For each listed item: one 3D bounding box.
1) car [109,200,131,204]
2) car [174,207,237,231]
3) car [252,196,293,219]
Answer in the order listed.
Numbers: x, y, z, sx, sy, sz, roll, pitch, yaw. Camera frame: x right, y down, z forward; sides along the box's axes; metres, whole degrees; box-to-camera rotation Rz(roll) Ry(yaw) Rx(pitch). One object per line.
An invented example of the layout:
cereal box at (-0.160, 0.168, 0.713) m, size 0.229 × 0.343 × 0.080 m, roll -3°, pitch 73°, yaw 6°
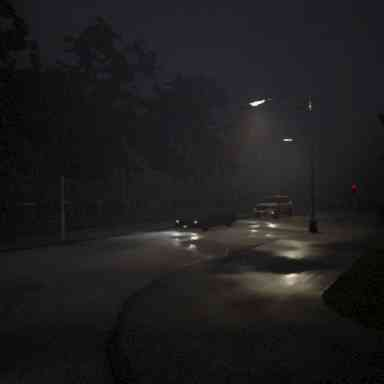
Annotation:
car at (-14.023, 2.248, 65.204) m, size 4.718 × 1.301 × 1.895 m, roll -1°, pitch -1°, yaw 35°
car at (1.115, 1.710, 22.292) m, size 2.033 × 1.411 × 5.357 m, roll -1°, pitch -1°, yaw 36°
car at (7.744, 1.383, 31.505) m, size 2.150 × 2.045 × 5.566 m, roll -1°, pitch 0°, yaw 36°
